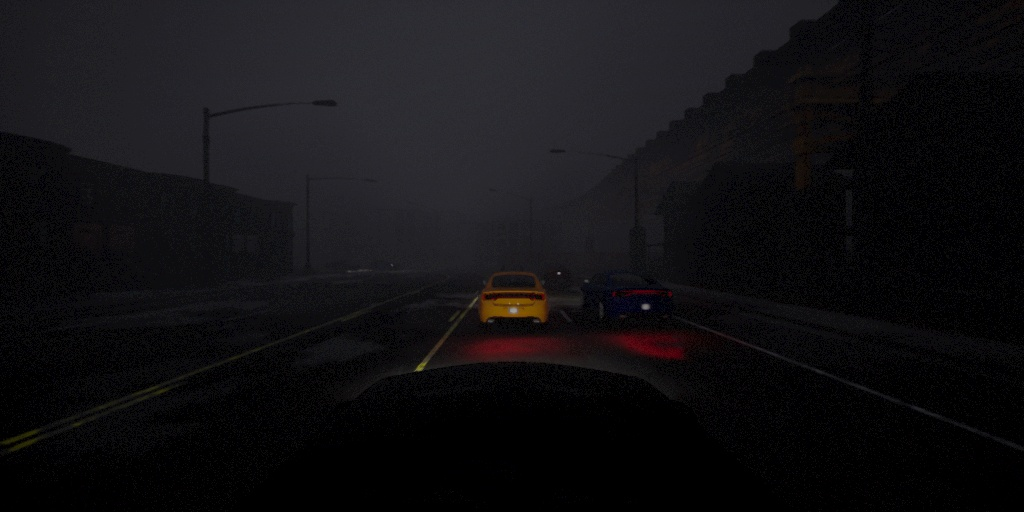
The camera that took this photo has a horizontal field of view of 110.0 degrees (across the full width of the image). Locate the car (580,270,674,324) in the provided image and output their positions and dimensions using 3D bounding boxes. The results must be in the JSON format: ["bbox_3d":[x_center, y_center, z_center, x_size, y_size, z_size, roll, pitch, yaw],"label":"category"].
[{"bbox_3d":[3.564,1.202,11.983,1.882,1.535,5.008,0,0,0],"label":"car"}]

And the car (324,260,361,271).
[{"bbox_3d":[-22.492,1.184,47.512,5.357,1.411,2.033,0,0,27],"label":"car"}]

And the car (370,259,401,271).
[{"bbox_3d":[-16.985,1.112,48.219,5.008,1.535,1.882,0,0,35],"label":"car"}]

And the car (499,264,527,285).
[{"bbox_3d":[-0.013,1.289,26.532,1.895,1.301,4.718,0,0,-1],"label":"car"}]

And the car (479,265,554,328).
[{"bbox_3d":[0.060,1.204,11.406,1.882,1.535,5.008,0,0,0],"label":"car"}]

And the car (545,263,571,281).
[{"bbox_3d":[3.390,1.247,28.637,1.994,1.385,4.181,0,0,-3],"label":"car"}]
